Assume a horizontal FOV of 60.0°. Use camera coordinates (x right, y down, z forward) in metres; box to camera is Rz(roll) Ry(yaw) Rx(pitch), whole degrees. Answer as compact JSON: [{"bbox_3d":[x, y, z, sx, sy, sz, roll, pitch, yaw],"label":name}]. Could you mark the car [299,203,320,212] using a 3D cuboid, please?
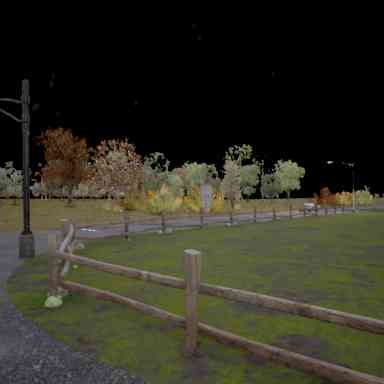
[{"bbox_3d":[18.813,2.449,53.015,2.033,1.411,5.357,-1,-2,40],"label":"car"}]
